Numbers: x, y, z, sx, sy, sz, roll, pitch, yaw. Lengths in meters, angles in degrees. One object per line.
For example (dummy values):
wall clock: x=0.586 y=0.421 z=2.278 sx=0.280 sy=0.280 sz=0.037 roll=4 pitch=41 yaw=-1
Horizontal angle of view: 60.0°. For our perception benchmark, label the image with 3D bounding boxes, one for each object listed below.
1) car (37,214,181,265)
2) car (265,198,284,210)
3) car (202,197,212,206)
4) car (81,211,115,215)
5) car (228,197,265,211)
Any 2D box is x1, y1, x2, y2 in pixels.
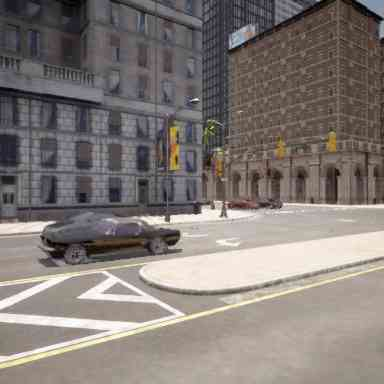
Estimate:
car: x=-2.818 y=1.601 z=11.761 sx=4.718 sy=1.301 sz=1.895 roll=0 pitch=0 yaw=-35
car: x=9.710 y=1.505 z=43.615 sx=1.837 sy=1.490 sz=4.892 roll=0 pitch=0 yaw=-37
car: x=1.323 y=1.548 z=55.477 sx=2.033 sy=1.411 sz=5.357 roll=0 pitch=0 yaw=-34
car: x=-4.420 y=1.564 z=14.909 sx=4.181 sy=1.385 sz=1.994 roll=0 pitch=0 yaw=-35
car: x=6.479 y=1.526 z=41.996 sx=1.812 sy=1.442 sz=4.674 roll=0 pitch=0 yaw=-35
